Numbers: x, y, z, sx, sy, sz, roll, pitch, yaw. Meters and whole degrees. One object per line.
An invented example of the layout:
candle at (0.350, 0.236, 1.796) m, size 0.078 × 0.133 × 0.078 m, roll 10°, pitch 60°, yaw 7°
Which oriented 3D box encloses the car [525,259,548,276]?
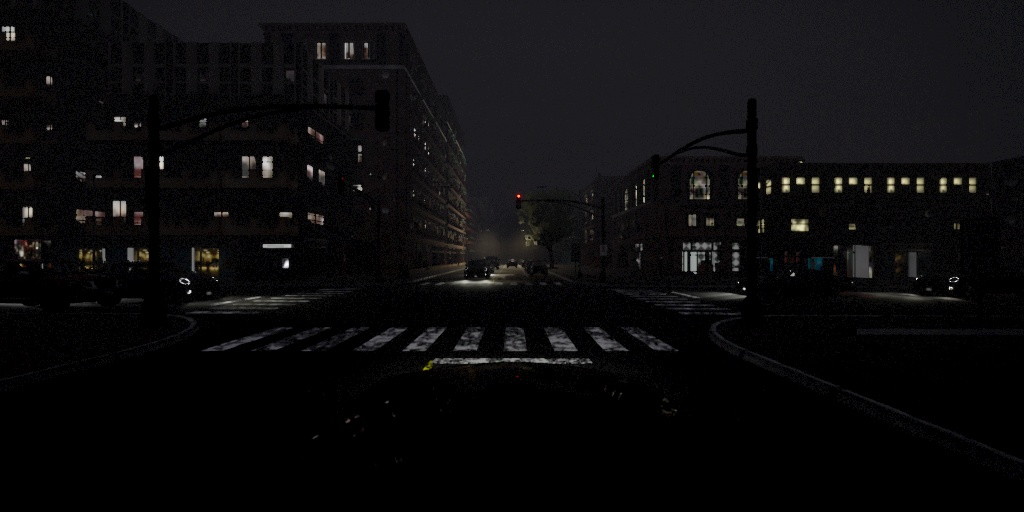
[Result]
car at (2.699, 1.330, 36.820) m, size 2.007 × 1.370 × 4.403 m, roll 0°, pitch 0°, yaw 0°

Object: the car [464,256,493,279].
car at (-3.065, 1.124, 32.281) m, size 2.097 × 1.767 × 4.553 m, roll 0°, pitch 0°, yaw -1°

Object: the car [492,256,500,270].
car at (-3.076, 1.031, 54.565) m, size 2.150 × 2.045 × 5.566 m, roll 0°, pitch 0°, yaw 1°

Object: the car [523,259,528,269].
car at (2.701, 1.228, 42.517) m, size 1.967 × 1.591 × 4.097 m, roll 0°, pitch 0°, yaw 0°

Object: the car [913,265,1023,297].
car at (24.528, 1.219, 19.181) m, size 4.553 × 1.767 × 2.097 m, roll 0°, pitch 0°, yaw 0°

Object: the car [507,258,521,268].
car at (0.015, 1.319, 63.178) m, size 2.128 × 1.511 × 4.902 m, roll 0°, pitch 0°, yaw 0°

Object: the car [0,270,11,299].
car at (-25.579, 1.274, 15.638) m, size 4.718 × 1.301 × 1.895 m, roll 0°, pitch 0°, yaw 0°

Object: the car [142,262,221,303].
car at (-15.641, 1.055, 15.777) m, size 4.553 × 1.767 × 2.097 m, roll 0°, pitch 0°, yaw -2°

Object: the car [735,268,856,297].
car at (15.028, 1.372, 19.117) m, size 5.357 × 1.411 × 2.033 m, roll 0°, pitch 0°, yaw 0°

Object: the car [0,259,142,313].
car at (-17.273, 1.014, 13.106) m, size 5.009 × 1.841 × 2.192 m, roll 0°, pitch 0°, yaw 0°

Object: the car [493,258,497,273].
car at (-3.088, 1.315, 42.579) m, size 1.812 × 1.442 × 4.674 m, roll 0°, pitch 0°, yaw 0°
